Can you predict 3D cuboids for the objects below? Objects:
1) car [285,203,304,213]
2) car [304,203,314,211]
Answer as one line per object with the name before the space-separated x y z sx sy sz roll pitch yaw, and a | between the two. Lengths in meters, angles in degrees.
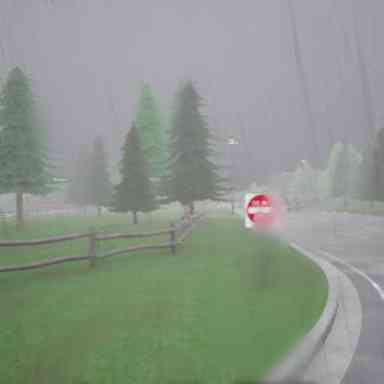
car | 18.286 2.949 60.615 2.128 1.511 4.902 -1 -2 5
car | 22.129 2.849 64.591 2.097 1.767 4.553 -1 -2 5
